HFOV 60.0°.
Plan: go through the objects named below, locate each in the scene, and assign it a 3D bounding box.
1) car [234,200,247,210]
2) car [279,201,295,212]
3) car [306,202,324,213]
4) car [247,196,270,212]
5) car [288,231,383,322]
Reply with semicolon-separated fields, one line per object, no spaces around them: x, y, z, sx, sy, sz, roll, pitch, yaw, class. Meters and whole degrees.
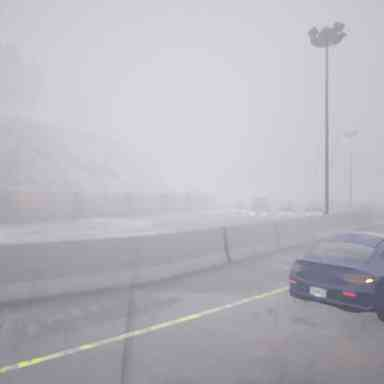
7.584;1.955;51.382;1.812;1.442;4.674;0;-1;15;car
12.765;1.933;44.546;2.033;1.411;5.357;0;-1;20;car
16.058;1.948;43.556;1.994;1.385;4.181;0;0;19;car
9.520;1.613;45.888;2.150;2.045;5.566;0;-1;19;car
3.928;1.594;7.325;4.674;1.442;1.812;1;0;-41;car
